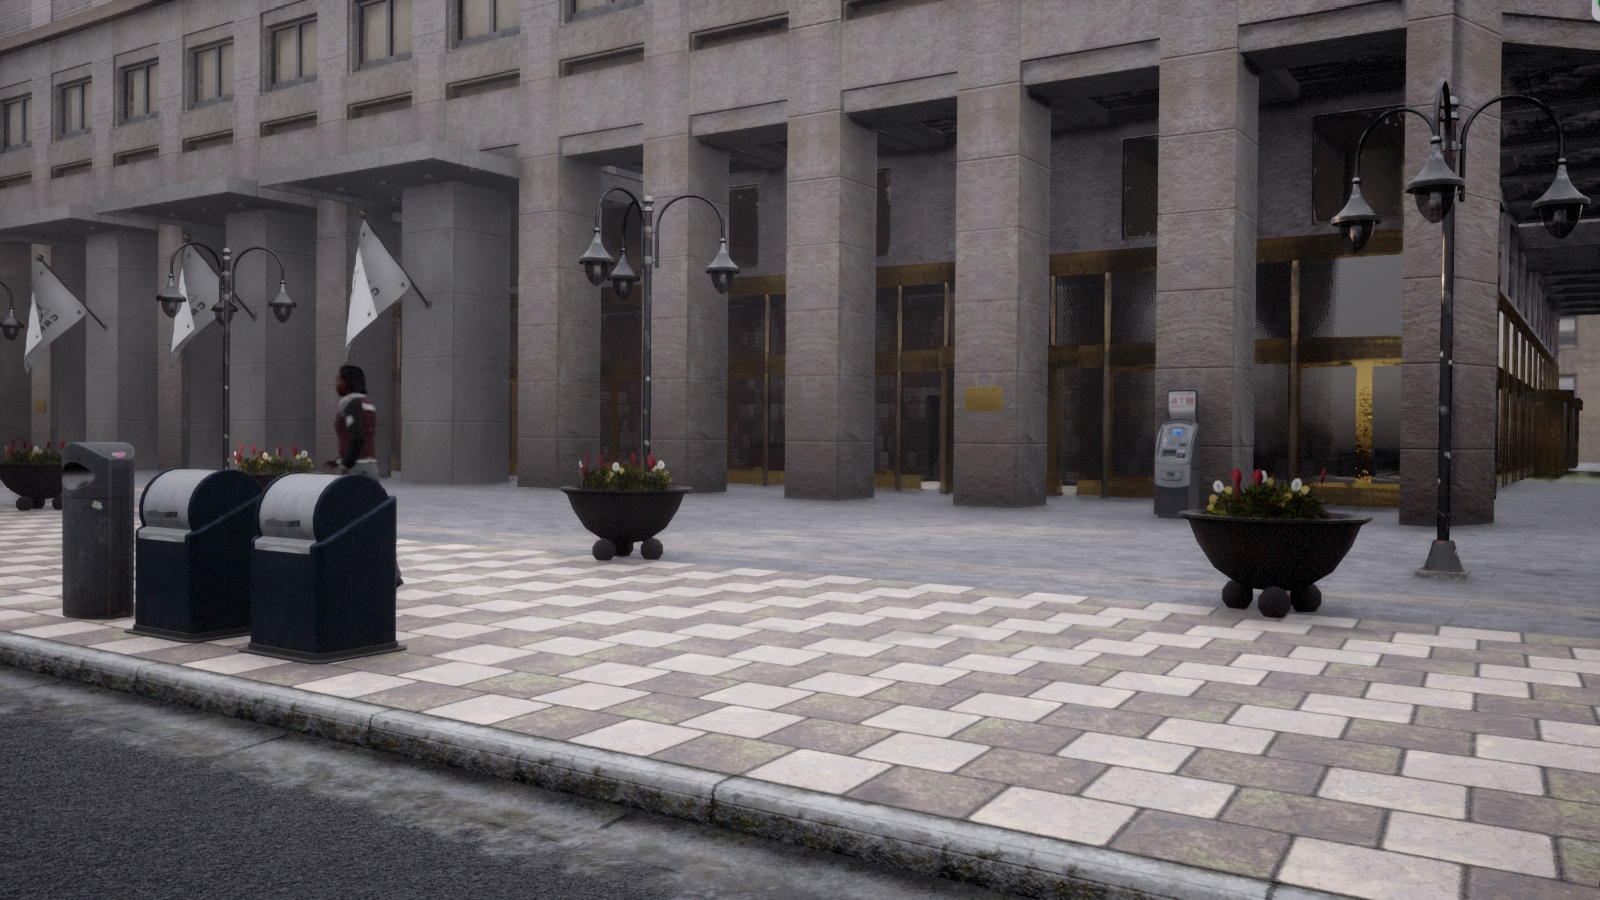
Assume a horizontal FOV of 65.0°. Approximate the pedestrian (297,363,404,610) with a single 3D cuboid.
[{"bbox_3d":[-3.595,0.283,10.059,0.666,1.930,0.402,0,1,14],"label":"pedestrian"}]
